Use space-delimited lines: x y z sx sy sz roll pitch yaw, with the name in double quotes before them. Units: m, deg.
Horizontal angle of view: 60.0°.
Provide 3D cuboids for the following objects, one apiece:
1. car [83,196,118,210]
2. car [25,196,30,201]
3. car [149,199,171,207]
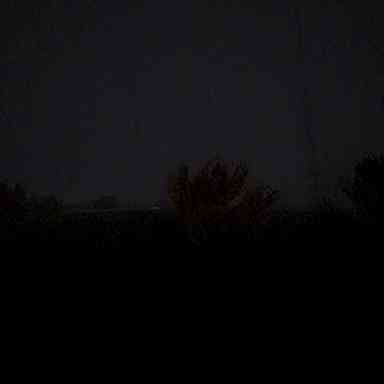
"car" -13.898 1.651 50.965 2.150 2.045 5.566 -1 -2 36
"car" -22.001 1.498 39.726 2.150 2.045 5.566 -1 -1 36
"car" -5.923 2.082 61.954 1.837 1.490 4.892 -1 -2 36
